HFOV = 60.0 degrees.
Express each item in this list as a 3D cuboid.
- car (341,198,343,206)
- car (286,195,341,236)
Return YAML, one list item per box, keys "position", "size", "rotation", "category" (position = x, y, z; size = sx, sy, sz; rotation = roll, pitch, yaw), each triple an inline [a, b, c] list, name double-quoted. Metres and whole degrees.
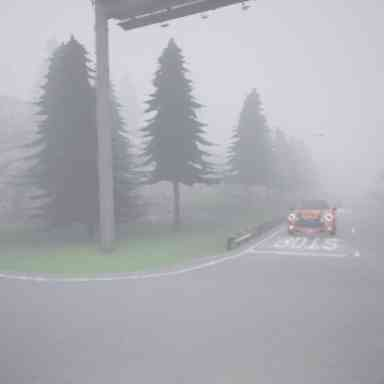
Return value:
- position: [16.902, 1.058, 39.880]
  size: [2.128, 1.511, 4.902]
  rotation: [-2, 0, 25]
  category: "car"
- position: [6.042, 1.104, 16.525]
  size: [2.097, 1.767, 4.553]
  rotation: [-2, 0, 25]
  category: "car"
